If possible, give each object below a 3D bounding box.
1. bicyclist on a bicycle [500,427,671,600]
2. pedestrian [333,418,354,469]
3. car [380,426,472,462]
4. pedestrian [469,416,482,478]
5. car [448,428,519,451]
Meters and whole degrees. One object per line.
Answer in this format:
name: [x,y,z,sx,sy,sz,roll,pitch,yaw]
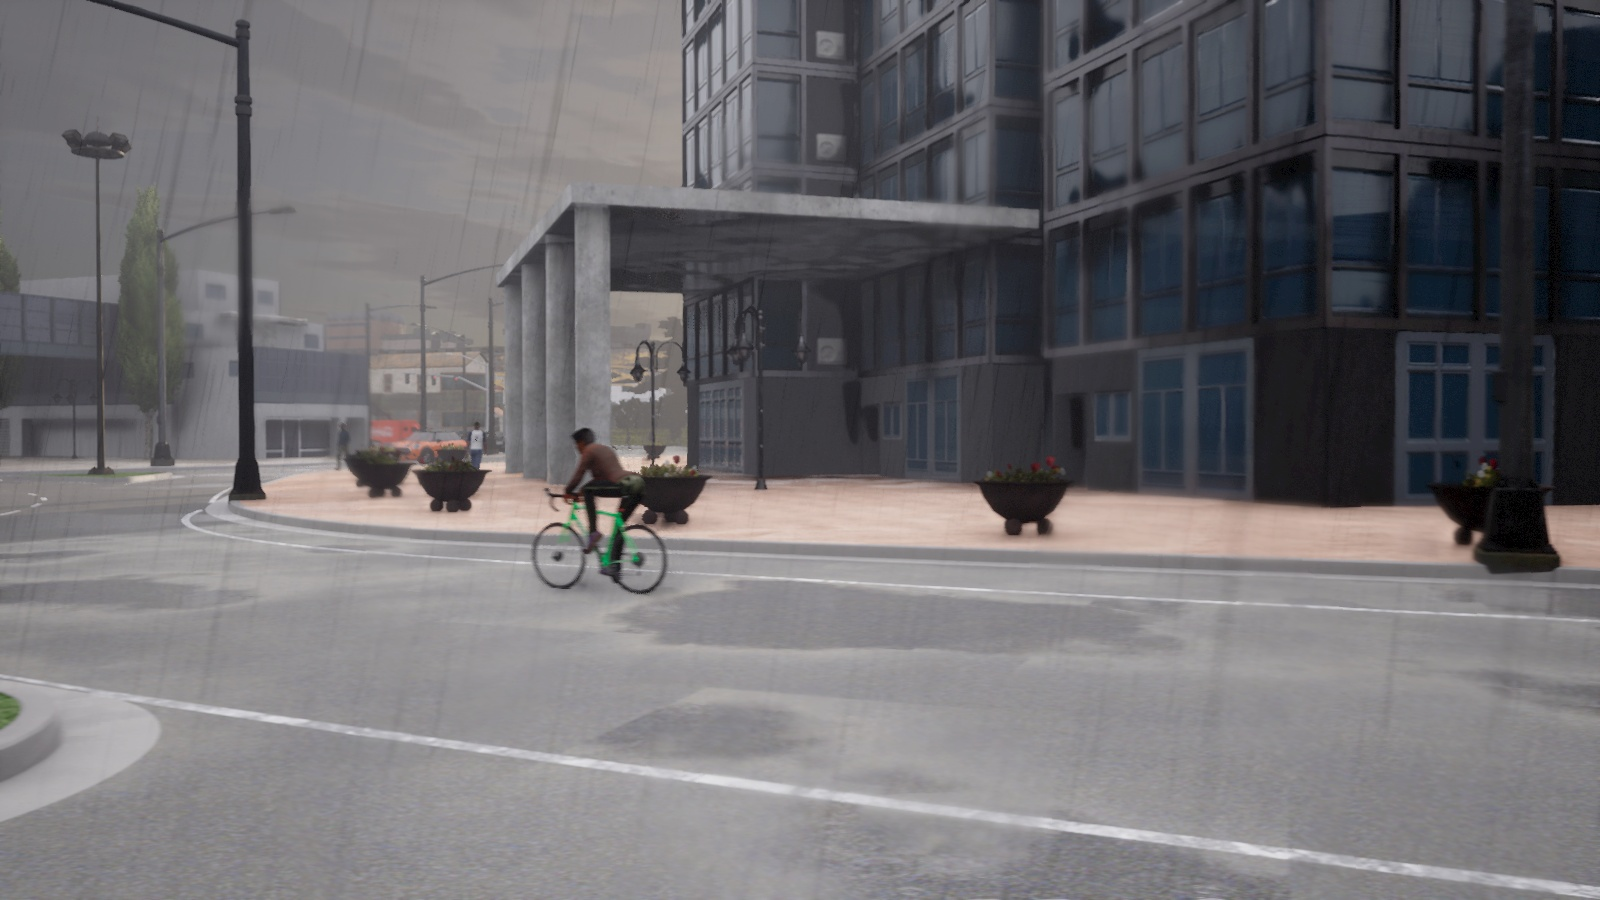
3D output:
bicyclist on a bicycle: [-2.131,0.591,12.449,1.656,1.620,0.582,0,1,28]
pedestrian: [-16.558,-0.249,45.571,0.370,1.835,0.726,0,1,15]
car: [-18.973,-0.320,63.888,2.097,1.767,4.553,1,1,21]
pedestrian: [-9.747,-0.088,37.724,0.354,1.836,0.706,0,1,-13]
car: [-23.337,-0.785,92.557,4.611,1.667,2.242,1,1,21]
